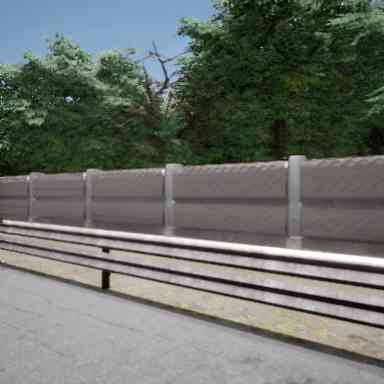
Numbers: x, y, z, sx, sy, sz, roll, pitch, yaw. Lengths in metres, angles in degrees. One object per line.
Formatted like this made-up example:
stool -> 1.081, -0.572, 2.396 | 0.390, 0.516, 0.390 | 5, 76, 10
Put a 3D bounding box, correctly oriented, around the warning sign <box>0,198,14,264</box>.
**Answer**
warning sign -> -5.997, 1.109, 9.431 | 1.060, 1.860, 1.300 | -1, 0, 36
